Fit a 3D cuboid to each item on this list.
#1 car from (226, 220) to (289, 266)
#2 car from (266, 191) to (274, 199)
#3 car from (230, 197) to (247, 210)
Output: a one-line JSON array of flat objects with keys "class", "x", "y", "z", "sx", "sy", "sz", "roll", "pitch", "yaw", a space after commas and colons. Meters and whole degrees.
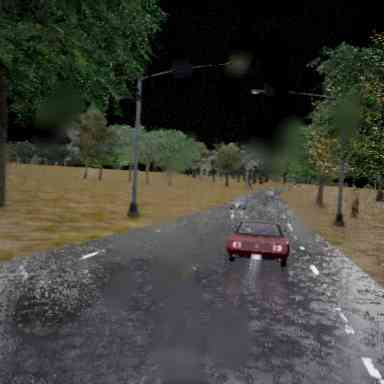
[{"class": "car", "x": 2.471, "y": 1.683, "z": 12.178, "sx": 1.895, "sy": 1.301, "sz": 4.718, "roll": 3, "pitch": 0, "yaw": 13}, {"class": "car", "x": 19.627, "y": 0.852, "z": 84.296, "sx": 2.128, "sy": 1.511, "sz": 4.902, "roll": 3, "pitch": 2, "yaw": 13}, {"class": "car", "x": 5.903, "y": 1.376, "z": 41.752, "sx": 2.128, "sy": 1.511, "sz": 4.902, "roll": 3, "pitch": 1, "yaw": 13}]
